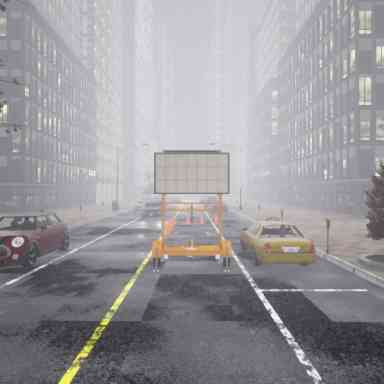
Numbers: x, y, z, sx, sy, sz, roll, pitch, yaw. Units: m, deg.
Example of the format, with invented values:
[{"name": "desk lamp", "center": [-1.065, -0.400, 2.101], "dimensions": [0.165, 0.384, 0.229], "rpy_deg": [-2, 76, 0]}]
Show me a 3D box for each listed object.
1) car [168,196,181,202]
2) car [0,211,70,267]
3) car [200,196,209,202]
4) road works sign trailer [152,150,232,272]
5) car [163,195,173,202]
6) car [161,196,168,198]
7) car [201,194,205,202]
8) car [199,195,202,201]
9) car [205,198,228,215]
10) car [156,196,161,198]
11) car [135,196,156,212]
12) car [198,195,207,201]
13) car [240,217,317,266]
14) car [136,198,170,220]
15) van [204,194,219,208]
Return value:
[{"name": "car", "center": [-3.017, 1.528, 61.883], "dimensions": [2.033, 1.411, 5.357], "rpy_deg": [0, 0, 0]}, {"name": "car", "center": [-5.698, 1.439, 11.178], "dimensions": [1.967, 1.590, 4.097], "rpy_deg": [0, 0, 0]}, {"name": "car", "center": [2.667, 1.517, 73.778], "dimensions": [1.887, 1.381, 4.507], "rpy_deg": [0, 0, 0]}, {"name": "road works sign trailer", "center": [-0.004, 0.463, 10.742], "dimensions": [2.380, 3.560, 2.880], "rpy_deg": [0, 0, 0]}, {"name": "car", "center": [-5.715, 1.534, 79.480], "dimensions": [1.947, 1.339, 4.313], "rpy_deg": [0, 0, 0]}, {"name": "car", "center": [-5.710, 1.423, 56.713], "dimensions": [1.967, 1.590, 4.097], "rpy_deg": [0, 0, 0]}, {"name": "car", "center": [2.674, 1.428, 45.317], "dimensions": [1.967, 1.590, 4.097], "rpy_deg": [0, 0, 0]}, {"name": "car", "center": [2.670, 1.562, 62.393], "dimensions": [1.802, 1.307, 4.206], "rpy_deg": [0, 0, 0]}, {"name": "car", "center": [2.677, 1.558, 33.932], "dimensions": [1.947, 1.339, 4.313], "rpy_deg": [0, 0, 0]}, {"name": "car", "center": [-5.706, 1.570, 45.329], "dimensions": [1.802, 1.307, 4.206], "rpy_deg": [0, 0, 0]}, {"name": "car", "center": [-5.705, 1.516, 39.467], "dimensions": [1.752, 1.417, 4.829], "rpy_deg": [0, 0, 0]}, {"name": "car", "center": [2.664, 1.514, 85.162], "dimensions": [2.008, 1.369, 4.403], "rpy_deg": [0, 0, 0]}, {"name": "car", "center": [2.683, 1.524, 11.334], "dimensions": [1.752, 1.417, 4.829], "rpy_deg": [0, 0, 0]}, {"name": "car", "center": [-3.108, 1.499, 27.665], "dimensions": [1.837, 1.490, 4.892], "rpy_deg": [0, 0, 0]}, {"name": "van", "center": [2.674, 1.331, 39.624], "dimensions": [1.690, 1.788, 3.998], "rpy_deg": [0, 0, 0]}]
